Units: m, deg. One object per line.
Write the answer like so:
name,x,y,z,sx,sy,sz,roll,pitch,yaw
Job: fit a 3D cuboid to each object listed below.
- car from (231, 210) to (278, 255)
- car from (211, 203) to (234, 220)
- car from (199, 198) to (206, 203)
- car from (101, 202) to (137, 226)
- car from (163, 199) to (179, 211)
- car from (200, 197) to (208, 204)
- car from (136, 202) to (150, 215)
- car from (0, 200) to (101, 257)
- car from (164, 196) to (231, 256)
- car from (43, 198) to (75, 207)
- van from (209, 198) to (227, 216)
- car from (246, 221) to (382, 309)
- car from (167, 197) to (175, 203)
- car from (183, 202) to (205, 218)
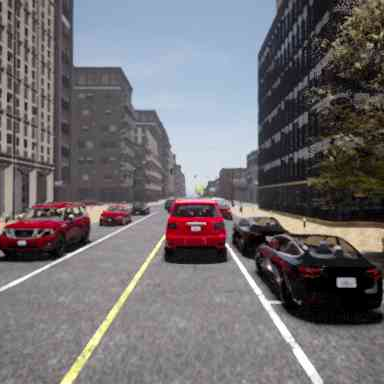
car,2.694,1.647,13.524,1.947,1.339,4.313,0,0,0
car,2.739,1.770,30.590,1.802,1.307,4.206,0,0,0
car,2.934,2.209,92.143,1.802,1.307,4.206,0,0,0
car,-5.623,1.697,24.950,1.887,1.381,4.507,0,0,0
car,-2.900,1.776,47.297,1.882,1.535,5.008,0,-1,1
car,2.906,2.069,81.235,1.752,1.417,4.829,0,0,0
car,-5.593,1.792,36.327,1.947,1.339,4.313,0,0,0
car,-5.652,1.397,13.573,2.192,1.841,5.009,0,0,0
car,0.131,1.305,13.631,2.150,2.045,5.566,0,0,0
car,-22.809,1.824,57.146,4.829,1.417,1.752,0,-1,0
van,2.755,1.566,36.281,1.690,1.788,3.998,0,0,0
car,2.679,1.613,7.834,1.947,1.339,4.313,0,0,0
car,-5.461,2.109,86.455,1.752,1.417,4.829,0,0,0
car,0.189,1.759,34.201,2.033,1.411,5.357,0,0,0
